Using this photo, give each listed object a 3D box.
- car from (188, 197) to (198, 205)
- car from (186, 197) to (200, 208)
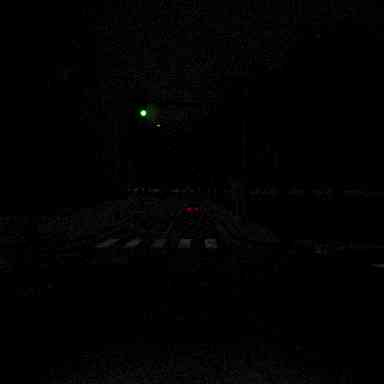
[{"bbox_3d":[0.184,1.670,62.735,1.882,1.535,5.008,0,0,0],"label":"car"},{"bbox_3d":[0.175,1.655,52.316,2.128,1.511,4.902,0,0,0],"label":"car"}]
